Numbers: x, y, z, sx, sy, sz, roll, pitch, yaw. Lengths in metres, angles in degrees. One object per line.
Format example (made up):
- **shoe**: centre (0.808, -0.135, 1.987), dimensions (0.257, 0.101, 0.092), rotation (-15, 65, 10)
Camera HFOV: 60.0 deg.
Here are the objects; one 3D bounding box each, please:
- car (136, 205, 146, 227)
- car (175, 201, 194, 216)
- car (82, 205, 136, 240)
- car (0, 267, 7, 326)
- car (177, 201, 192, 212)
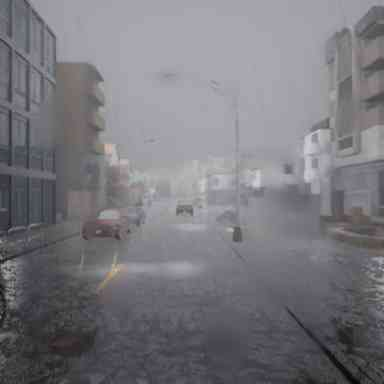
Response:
- **car**: centre (-4.593, 1.755, 24.928), dimensions (2.128, 1.511, 4.902), rotation (0, -1, -1)
- **car**: centre (-0.808, 1.856, 37.647), dimensions (1.837, 1.490, 4.892), rotation (0, -1, -1)
- **car**: centre (-4.521, 1.656, 18.288), dimensions (1.882, 1.535, 5.008), rotation (0, -1, -1)
- **car**: centre (-4.186, 1.395, 3.775), dimensions (2.097, 1.767, 4.553), rotation (0, 0, -1)
- **car**: centre (-1.067, 1.995, 47.983), dimensions (2.033, 1.411, 5.357), rotation (0, -1, -1)
